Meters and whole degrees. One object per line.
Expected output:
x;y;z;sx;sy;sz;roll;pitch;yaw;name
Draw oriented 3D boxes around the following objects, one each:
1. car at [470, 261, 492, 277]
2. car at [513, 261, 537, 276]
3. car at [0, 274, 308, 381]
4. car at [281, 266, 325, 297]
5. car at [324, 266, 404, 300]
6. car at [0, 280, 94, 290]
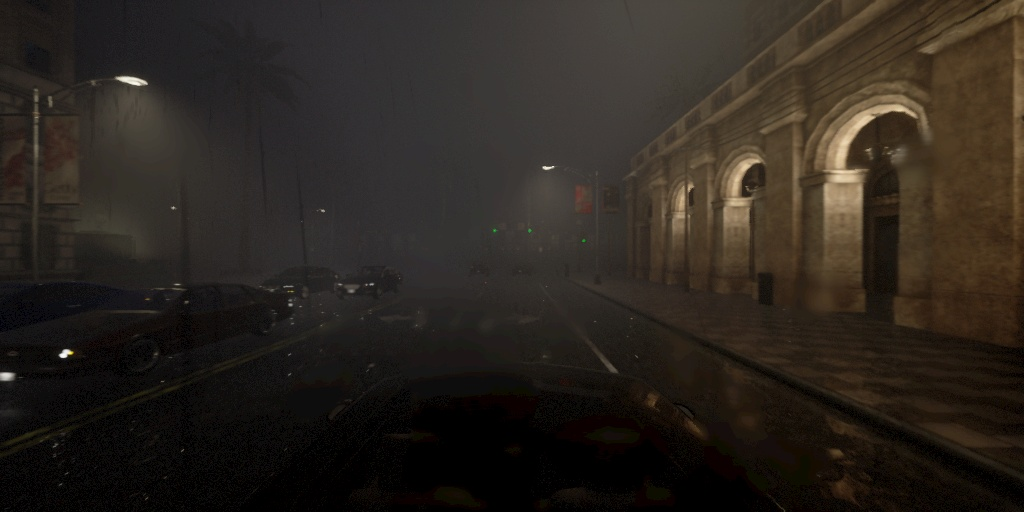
-3.159;1.244;36.008;2.128;1.511;4.902;0;0;-1;car
1.342;1.279;37.017;1.812;1.442;4.674;0;0;14;car
-7.015;1.296;7.665;2.033;1.411;5.357;0;0;1;car
-10.370;1.253;17.952;1.837;1.490;4.892;0;0;1;car
-6.871;1.241;17.835;2.128;1.511;4.902;0;0;1;car
-10.516;1.273;7.647;1.812;1.442;4.674;0;0;1;car
